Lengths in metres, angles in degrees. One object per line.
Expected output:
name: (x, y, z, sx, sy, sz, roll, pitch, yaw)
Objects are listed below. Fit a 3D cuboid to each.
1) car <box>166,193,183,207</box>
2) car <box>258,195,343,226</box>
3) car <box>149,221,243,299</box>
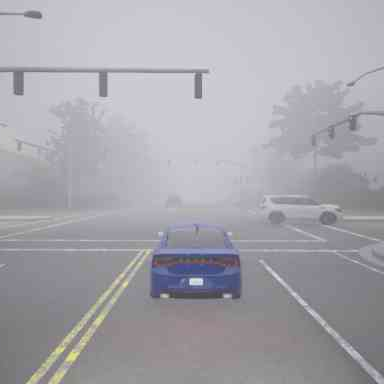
car: (-2.820, 1.221, 51.493, 2.150, 2.045, 5.566, 0, 0, -2)
car: (7.405, 1.221, 23.098, 5.566, 2.045, 2.150, 0, 1, 11)
car: (0.086, 1.478, 8.517, 1.882, 1.535, 5.008, 0, 0, 0)
